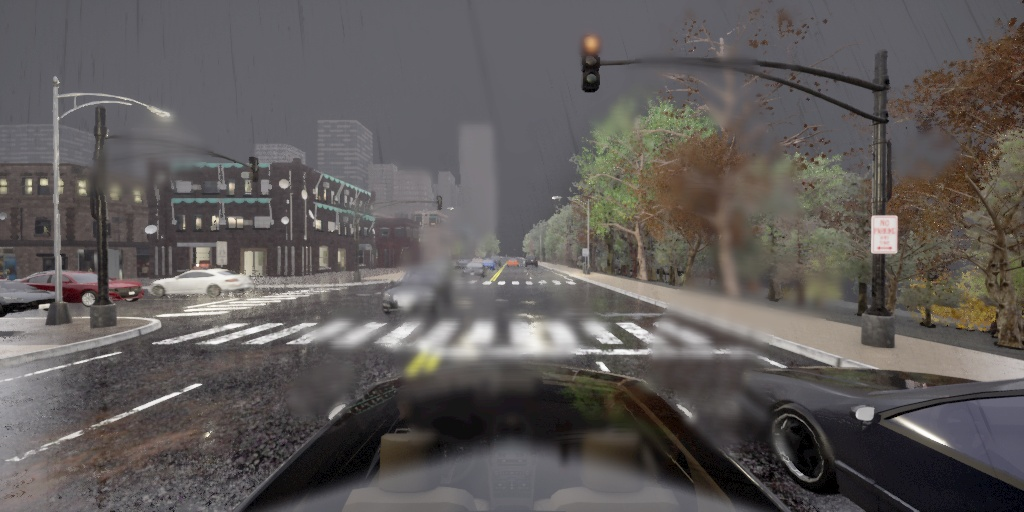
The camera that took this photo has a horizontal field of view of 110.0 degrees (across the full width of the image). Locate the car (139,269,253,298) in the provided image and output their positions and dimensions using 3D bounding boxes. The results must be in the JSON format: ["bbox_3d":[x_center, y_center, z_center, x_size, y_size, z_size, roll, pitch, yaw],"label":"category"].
[{"bbox_3d":[-16.673,1.431,19.343,4.674,1.442,1.812,-1,1,0],"label":"car"}]

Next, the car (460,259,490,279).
[{"bbox_3d":[-3.311,1.266,32.725,1.812,1.442,4.674,0,0,0],"label":"car"}]

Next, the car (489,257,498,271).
[{"bbox_3d":[-3.285,1.211,49.037,1.882,1.535,5.008,0,0,0],"label":"car"}]

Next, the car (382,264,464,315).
[{"bbox_3d":[-3.334,1.239,13.587,2.128,1.511,4.902,0,0,0],"label":"car"}]

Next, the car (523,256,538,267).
[{"bbox_3d":[3.432,0.947,64.201,2.150,2.045,5.566,0,0,0],"label":"car"}]

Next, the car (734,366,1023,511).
[{"bbox_3d":[3.350,1.297,1.454,2.033,1.411,5.357,0,0,0],"label":"car"}]

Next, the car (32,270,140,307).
[{"bbox_3d":[-19.821,1.448,16.337,5.008,1.535,1.882,-1,1,0],"label":"car"}]

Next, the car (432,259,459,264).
[{"bbox_3d":[-6.559,1.092,33.160,2.097,1.767,4.553,0,0,0],"label":"car"}]

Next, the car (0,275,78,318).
[{"bbox_3d":[-19.932,1.564,13.632,4.313,1.339,1.948,0,0,0],"label":"car"}]
